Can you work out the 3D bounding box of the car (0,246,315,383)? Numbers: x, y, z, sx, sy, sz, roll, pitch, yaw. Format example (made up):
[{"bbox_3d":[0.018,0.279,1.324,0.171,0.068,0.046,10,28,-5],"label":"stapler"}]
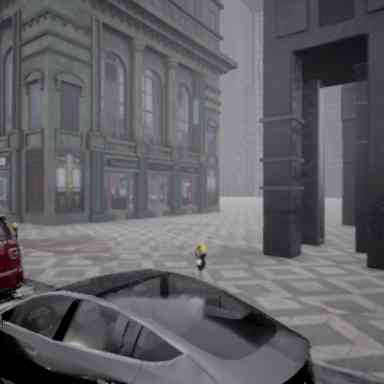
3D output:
[{"bbox_3d":[-0.915,1.549,3.621,4.313,1.339,1.947,0,0,36],"label":"car"}]

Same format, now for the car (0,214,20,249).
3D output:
[{"bbox_3d":[-5.473,1.263,6.874,5.009,1.841,2.192,0,0,36],"label":"car"}]
